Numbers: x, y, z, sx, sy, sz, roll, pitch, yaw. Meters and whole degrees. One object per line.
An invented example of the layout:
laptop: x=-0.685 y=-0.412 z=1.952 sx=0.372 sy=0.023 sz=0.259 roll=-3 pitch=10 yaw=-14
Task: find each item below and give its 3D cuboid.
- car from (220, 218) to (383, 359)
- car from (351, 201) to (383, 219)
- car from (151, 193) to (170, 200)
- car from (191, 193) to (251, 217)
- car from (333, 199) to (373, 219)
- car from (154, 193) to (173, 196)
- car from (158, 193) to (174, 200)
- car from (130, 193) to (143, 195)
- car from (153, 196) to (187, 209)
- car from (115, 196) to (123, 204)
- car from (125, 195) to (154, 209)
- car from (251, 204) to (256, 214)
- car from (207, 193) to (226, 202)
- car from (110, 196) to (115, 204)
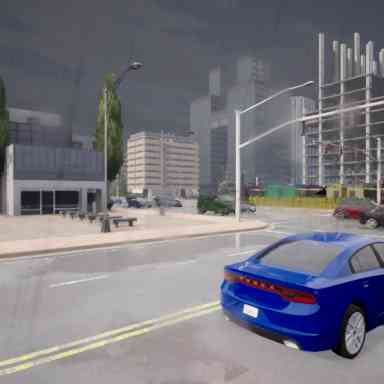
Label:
car: x=2.744 y=1.478 z=6.100 sx=5.008 sy=1.535 sz=1.882 roll=0 pitch=0 yaw=-38
car: x=12.171 y=1.506 z=19.093 sx=1.837 sy=1.490 sz=4.892 roll=0 pitch=0 yaw=-36
car: x=-8.451 y=1.153 z=89.487 sx=4.605 sy=1.855 sz=1.932 roll=0 pitch=0 yaw=-38
car: x=2.680 y=1.221 z=32.084 sx=2.150 sy=2.045 sz=5.566 roll=0 pitch=0 yaw=-36
car: x=13.422 y=1.351 z=25.627 sx=4.553 sy=1.767 sz=2.097 roll=0 pitch=0 yaw=37
car: x=-5.231 y=1.351 z=61.060 sx=2.097 sy=1.767 sz=4.553 roll=0 pitch=0 yaw=-36
car: x=-6.728 y=1.156 z=87.162 sx=3.866 sy=1.878 sz=1.905 roll=0 pitch=0 yaw=-38
car: x=-12.121 y=1.225 z=70.345 sx=2.150 sy=2.045 sz=5.566 roll=0 pitch=0 yaw=-36
car: x=-3.078 y=1.564 z=45.911 sx=1.994 sy=1.385 sz=4.181 roll=0 pitch=0 yaw=-36
car: x=-14.534 y=1.529 z=61.752 sx=1.812 sy=1.442 sz=4.674 roll=0 pitch=0 yaw=-36
car: x=-7.247 y=1.526 z=45.699 sx=1.812 sy=1.442 sz=4.674 roll=0 pitch=0 yaw=-36
car: x=4.670 y=1.490 z=35.295 sx=2.128 sy=1.511 sz=4.902 roll=0 pitch=0 yaw=-36
car: x=5.279 y=1.156 z=71.640 sx=3.866 sy=1.878 sz=1.905 roll=0 pitch=0 yaw=-38
car: x=-15.453 y=1.506 z=57.027 sx=1.837 sy=1.490 sz=4.892 roll=0 pitch=0 yaw=-36
